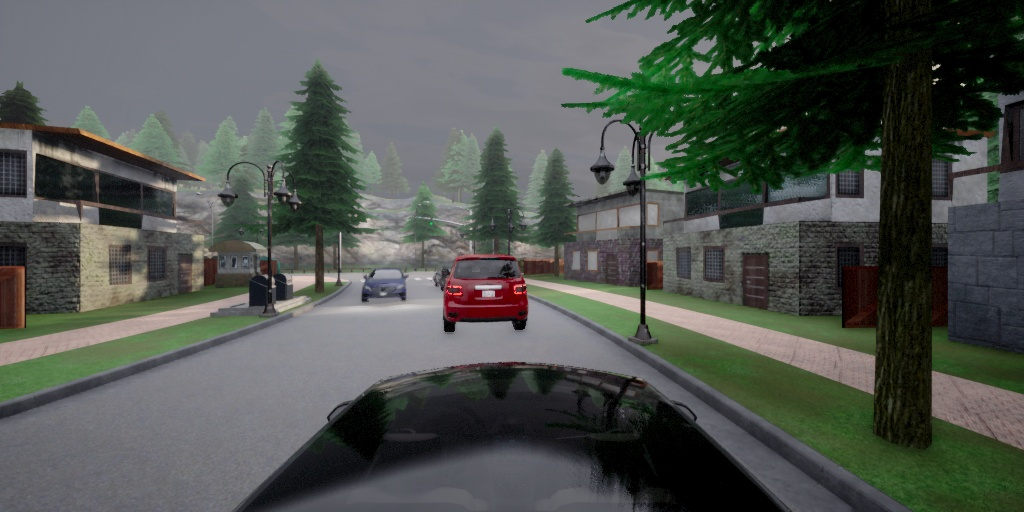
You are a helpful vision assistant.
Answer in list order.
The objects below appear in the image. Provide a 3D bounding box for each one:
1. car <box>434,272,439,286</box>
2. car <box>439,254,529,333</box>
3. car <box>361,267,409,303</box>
[{"bbox_3d":[-3.706,1.298,22.232,2.033,1.411,5.357,0,0,-18],"label":"car"},{"bbox_3d":[-0.947,0.971,10.987,2.150,2.045,5.566,0,0,-9],"label":"car"},{"bbox_3d":[-5.876,1.275,16.862,1.812,1.442,4.674,0,0,-16],"label":"car"}]
